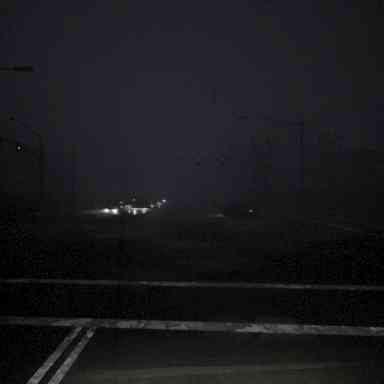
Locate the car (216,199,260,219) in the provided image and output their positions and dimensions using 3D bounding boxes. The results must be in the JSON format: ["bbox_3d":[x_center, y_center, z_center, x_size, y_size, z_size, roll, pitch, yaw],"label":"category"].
[{"bbox_3d":[4.161,1.535,29.145,1.994,1.385,4.181,-1,0,-20],"label":"car"}]

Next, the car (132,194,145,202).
[{"bbox_3d":[-10.346,1.176,64.516,1.994,1.385,4.181,0,1,0],"label":"car"}]

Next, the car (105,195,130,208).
[{"bbox_3d":[-10.419,1.367,45.371,2.128,1.511,4.902,0,1,1],"label":"car"}]

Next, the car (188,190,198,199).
[{"bbox_3d":[0.183,0.602,76.548,2.150,2.045,5.566,0,1,0],"label":"car"}]

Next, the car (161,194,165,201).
[{"bbox_3d":[-6.846,1.208,64.793,1.895,1.301,4.718,0,1,0],"label":"car"}]

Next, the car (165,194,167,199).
[{"bbox_3d":[-6.820,1.001,75.141,1.895,1.301,4.718,0,1,0],"label":"car"}]

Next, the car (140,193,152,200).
[{"bbox_3d":[-10.320,0.946,75.135,2.033,1.411,5.357,0,1,0],"label":"car"}]

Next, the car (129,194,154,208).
[{"bbox_3d":[-6.917,1.430,45.984,1.994,1.385,4.181,0,1,1],"label":"car"}]

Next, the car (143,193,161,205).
[{"bbox_3d":[-6.872,1.303,55.215,2.033,1.411,5.357,0,1,0],"label":"car"}]

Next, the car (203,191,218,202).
[{"bbox_3d":[3.752,0.855,63.326,2.150,2.045,5.566,0,1,0],"label":"car"}]
